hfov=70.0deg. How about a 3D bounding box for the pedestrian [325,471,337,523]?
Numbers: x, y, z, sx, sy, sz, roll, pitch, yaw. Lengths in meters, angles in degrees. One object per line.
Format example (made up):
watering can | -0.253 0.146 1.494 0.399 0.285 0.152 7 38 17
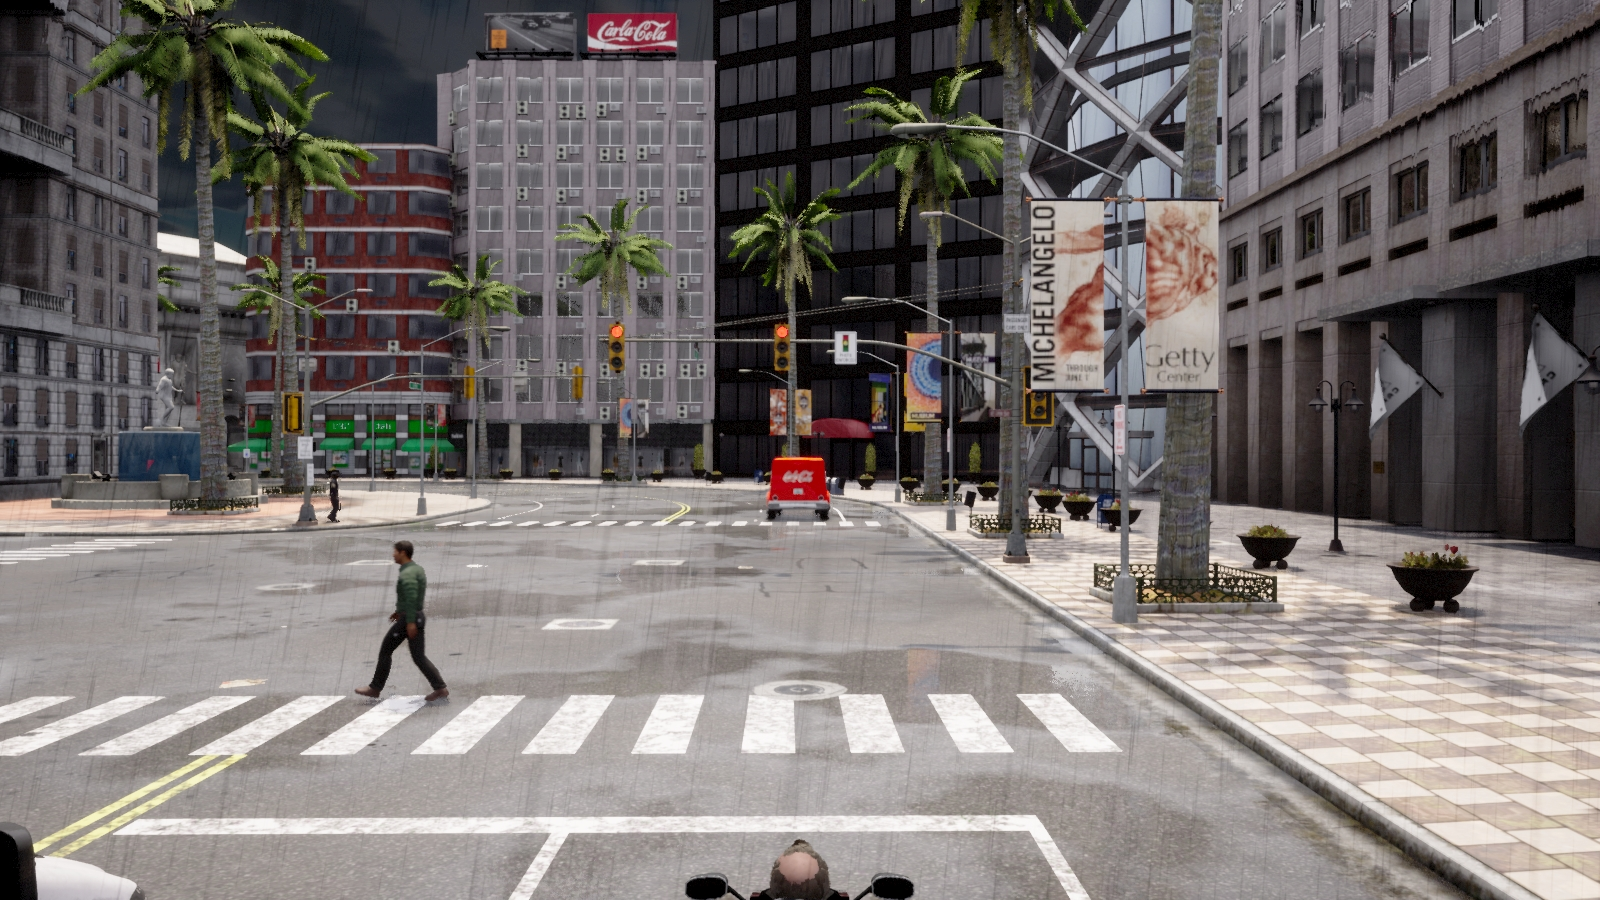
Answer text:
pedestrian | -16.894 1.680 41.174 0.375 1.860 0.375 0 0 -25

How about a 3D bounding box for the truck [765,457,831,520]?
truck | -0.071 1.549 48.150 2.627 2.467 5.204 0 0 0

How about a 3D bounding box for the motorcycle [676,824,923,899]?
motorcycle | -0.001 2.203 3.717 0.867 1.251 2.209 0 0 0

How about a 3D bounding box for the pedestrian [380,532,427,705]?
pedestrian | -4.366 1.842 12.592 0.375 1.860 0.375 0 0 2

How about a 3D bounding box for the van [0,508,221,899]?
van | -3.507 1.533 1.998 1.988 2.561 5.915 0 0 0
